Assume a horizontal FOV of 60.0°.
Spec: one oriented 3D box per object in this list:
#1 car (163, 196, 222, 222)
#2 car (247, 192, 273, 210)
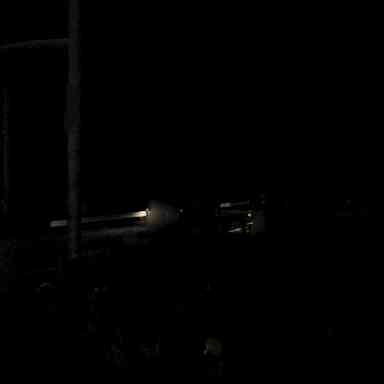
[{"bbox_3d":[0.118,1.092,22.923,2.128,1.511,4.902,0,3,41],"label":"car"},{"bbox_3d":[6.994,0.780,30.622,1.882,1.535,5.008,0,1,42],"label":"car"}]
